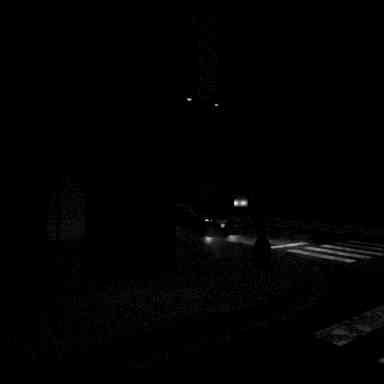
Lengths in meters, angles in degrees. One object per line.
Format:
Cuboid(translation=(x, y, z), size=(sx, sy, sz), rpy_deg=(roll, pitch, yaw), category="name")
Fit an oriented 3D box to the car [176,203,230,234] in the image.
Cuboid(translation=(0.079, 1.406, 18.631), size=(2.128, 1.511, 4.902), rpy_deg=(0, 0, -37), category="car")
